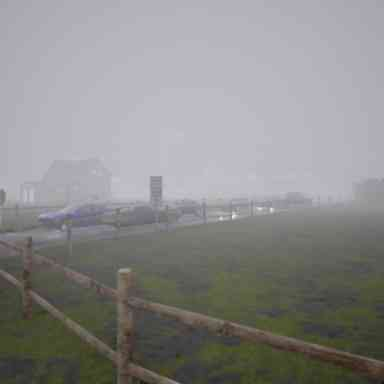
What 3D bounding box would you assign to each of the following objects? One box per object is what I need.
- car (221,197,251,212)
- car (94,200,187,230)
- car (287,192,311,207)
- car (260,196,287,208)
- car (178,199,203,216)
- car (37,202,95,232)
[{"bbox_3d":[4.924,1.345,36.664,1.837,1.490,4.892,0,0,34],"label":"car"},{"bbox_3d":[-2.938,1.447,20.324,2.033,1.411,5.357,0,0,38],"label":"car"},{"bbox_3d":[14.582,0.984,45.572,2.150,2.045,5.566,0,0,34],"label":"car"},{"bbox_3d":[10.817,1.296,45.234,1.837,1.490,4.892,0,0,34],"label":"car"},{"bbox_3d":[-0.911,1.377,28.143,2.128,1.511,4.902,0,0,35],"label":"car"},{"bbox_3d":[-6.651,1.406,19.867,1.882,1.535,5.008,0,0,36],"label":"car"}]
